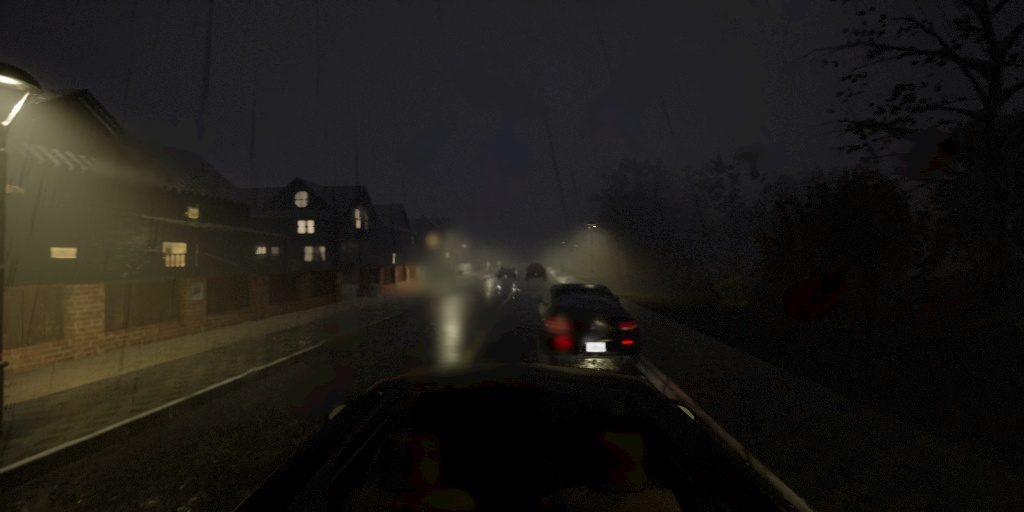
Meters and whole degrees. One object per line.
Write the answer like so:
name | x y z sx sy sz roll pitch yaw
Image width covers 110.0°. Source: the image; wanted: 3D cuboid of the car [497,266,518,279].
car | -0.459 1.665 36.741 1.895 1.301 4.718 0 0 4

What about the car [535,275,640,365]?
car | 1.496 1.321 8.072 1.812 1.442 4.674 -1 -1 4

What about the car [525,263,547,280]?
car | 2.324 1.503 34.709 1.882 1.535 5.008 0 0 4
